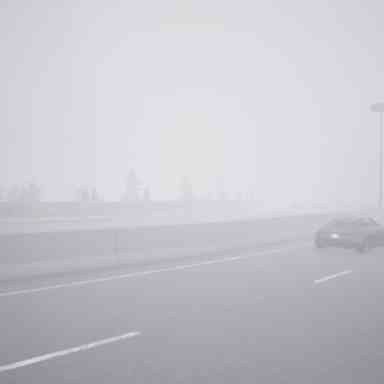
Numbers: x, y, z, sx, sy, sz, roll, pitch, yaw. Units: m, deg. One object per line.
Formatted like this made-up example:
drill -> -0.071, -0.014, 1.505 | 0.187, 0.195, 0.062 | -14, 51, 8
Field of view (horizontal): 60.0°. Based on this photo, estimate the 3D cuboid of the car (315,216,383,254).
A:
car -> 7.088, 1.728, 14.498 | 4.181, 1.385, 1.994 | 1, -1, -44

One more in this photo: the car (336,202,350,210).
car -> 24.959, 2.346, 54.880 | 1.895, 1.301, 4.718 | 0, -1, 20

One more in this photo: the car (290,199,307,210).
car -> 18.023, 2.211, 56.430 | 1.837, 1.490, 4.892 | 0, -1, 21

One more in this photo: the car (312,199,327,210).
car -> 21.982, 2.226, 57.025 | 1.882, 1.535, 5.008 | 0, -1, 19
